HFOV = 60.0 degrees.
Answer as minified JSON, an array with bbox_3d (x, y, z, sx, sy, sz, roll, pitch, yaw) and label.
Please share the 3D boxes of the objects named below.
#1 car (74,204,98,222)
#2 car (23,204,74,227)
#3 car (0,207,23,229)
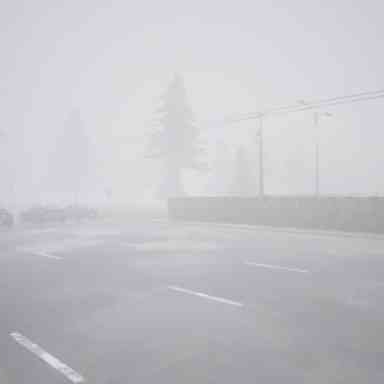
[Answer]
[{"bbox_3d":[-9.679,1.704,27.973,4.674,1.442,1.812,-1,0,42],"label":"car"},{"bbox_3d":[-11.155,1.676,24.618,4.902,1.511,2.128,-1,0,42],"label":"car"},{"bbox_3d":[-13.480,1.692,22.000,4.902,1.511,2.128,-1,0,42],"label":"car"}]
